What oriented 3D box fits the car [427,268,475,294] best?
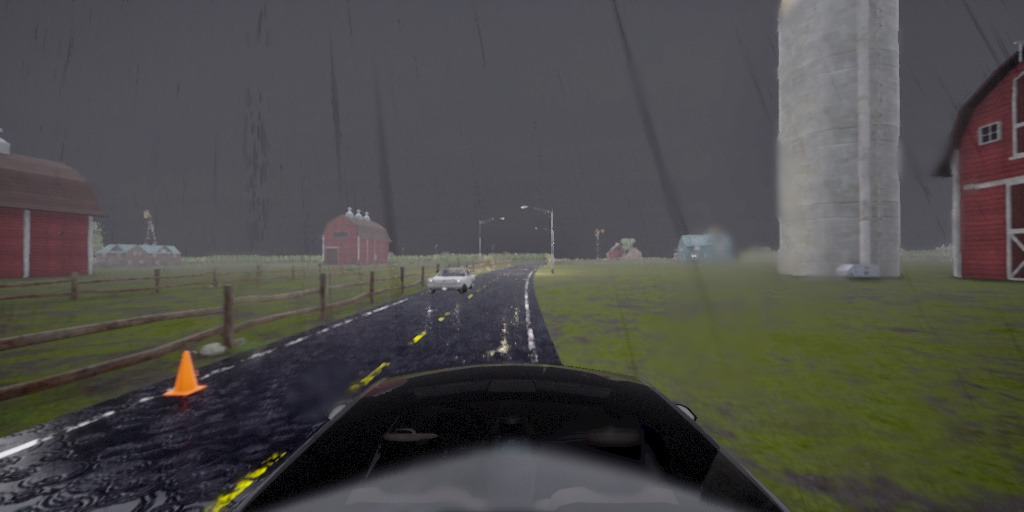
[{"bbox_3d":[-3.331,1.350,20.298,1.895,1.301,4.718,0,0,2],"label":"car"}]

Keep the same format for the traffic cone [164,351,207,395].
[{"bbox_3d":[-4.813,1.700,5.298,0.340,0.580,0.340,0,0,1],"label":"traffic cone"}]
